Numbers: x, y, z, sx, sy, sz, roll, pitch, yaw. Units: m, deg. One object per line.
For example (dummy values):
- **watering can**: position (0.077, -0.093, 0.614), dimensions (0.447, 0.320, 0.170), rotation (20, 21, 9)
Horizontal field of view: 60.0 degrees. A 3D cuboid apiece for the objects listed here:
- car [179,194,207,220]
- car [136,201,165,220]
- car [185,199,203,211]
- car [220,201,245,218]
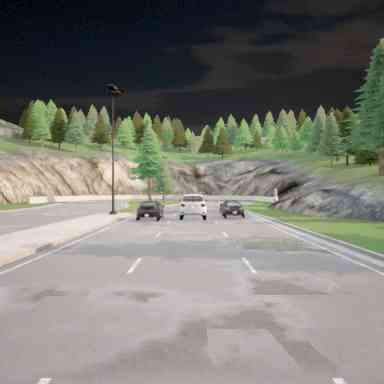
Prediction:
- **car**: position (0.085, 1.220, 28.672), dimensions (2.150, 2.045, 5.566), rotation (0, 0, 0)
- **car**: position (-3.413, 1.505, 27.573), dimensions (1.837, 1.490, 4.892), rotation (0, 0, 0)
- **car**: position (0.310, 1.564, 40.916), dimensions (1.994, 1.385, 4.181), rotation (0, 0, 2)
- **car**: position (3.600, 1.526, 30.035), dimensions (1.812, 1.442, 4.674), rotation (0, 0, 0)
